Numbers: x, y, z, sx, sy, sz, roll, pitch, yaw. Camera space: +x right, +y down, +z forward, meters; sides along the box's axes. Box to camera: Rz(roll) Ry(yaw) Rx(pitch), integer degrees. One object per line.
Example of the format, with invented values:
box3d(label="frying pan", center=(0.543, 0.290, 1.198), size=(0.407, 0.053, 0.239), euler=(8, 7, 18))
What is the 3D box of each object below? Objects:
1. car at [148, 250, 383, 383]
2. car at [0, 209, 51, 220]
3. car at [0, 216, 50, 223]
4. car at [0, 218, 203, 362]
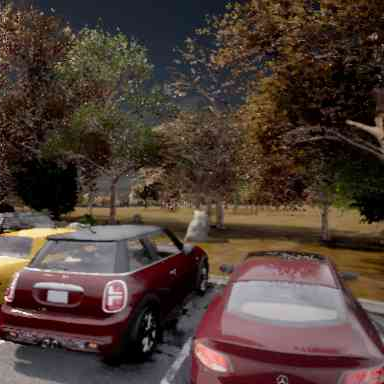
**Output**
box3d(label="car", center=(1.284, 1.538, 4.589), size=(2.002, 1.452, 4.674), euler=(0, -1, 16))
box3d(label="car", center=(-5.860, 1.436, 9.881), size=(2.185, 1.767, 4.553), euler=(0, -1, 17))
box3d(label="car", center=(-3.447, 1.540, 8.263), size=(1.946, 1.575, 5.366), euler=(0, -1, 17))
box3d(label="car", center=(-1.121, 1.393, 6.303), size=(2.185, 1.767, 4.553), euler=(0, -1, 16))
